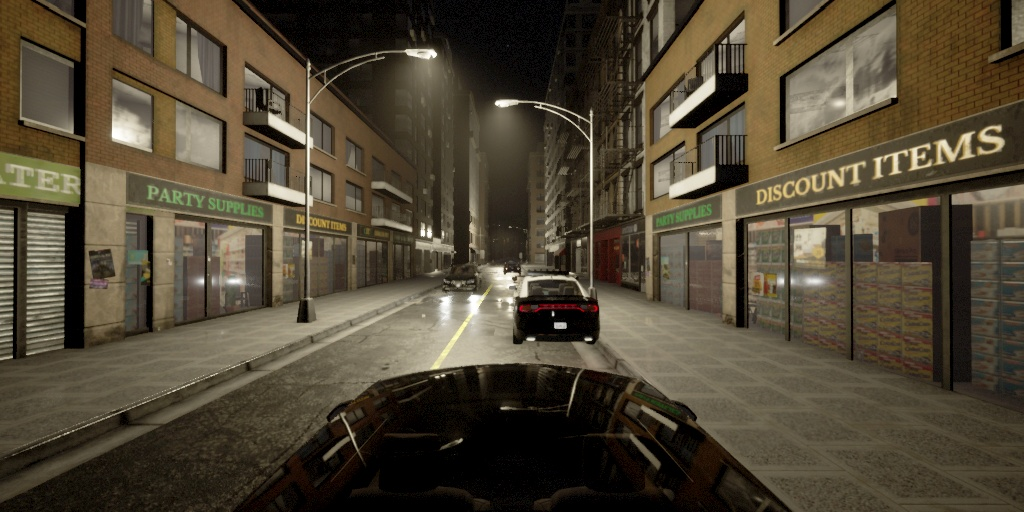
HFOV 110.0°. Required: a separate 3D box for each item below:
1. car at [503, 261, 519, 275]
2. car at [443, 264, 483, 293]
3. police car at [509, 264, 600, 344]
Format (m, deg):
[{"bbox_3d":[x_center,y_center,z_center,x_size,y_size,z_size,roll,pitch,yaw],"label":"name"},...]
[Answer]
[{"bbox_3d":[0.047,1.370,39.269,1.895,1.301,4.718,0,0,0],"label":"car"},{"bbox_3d":[-2.764,1.259,20.807,1.837,1.490,4.892,0,0,0],"label":"car"},{"bbox_3d":[0.957,1.177,9.687,1.930,1.638,5.238,0,0,0],"label":"police car"}]
